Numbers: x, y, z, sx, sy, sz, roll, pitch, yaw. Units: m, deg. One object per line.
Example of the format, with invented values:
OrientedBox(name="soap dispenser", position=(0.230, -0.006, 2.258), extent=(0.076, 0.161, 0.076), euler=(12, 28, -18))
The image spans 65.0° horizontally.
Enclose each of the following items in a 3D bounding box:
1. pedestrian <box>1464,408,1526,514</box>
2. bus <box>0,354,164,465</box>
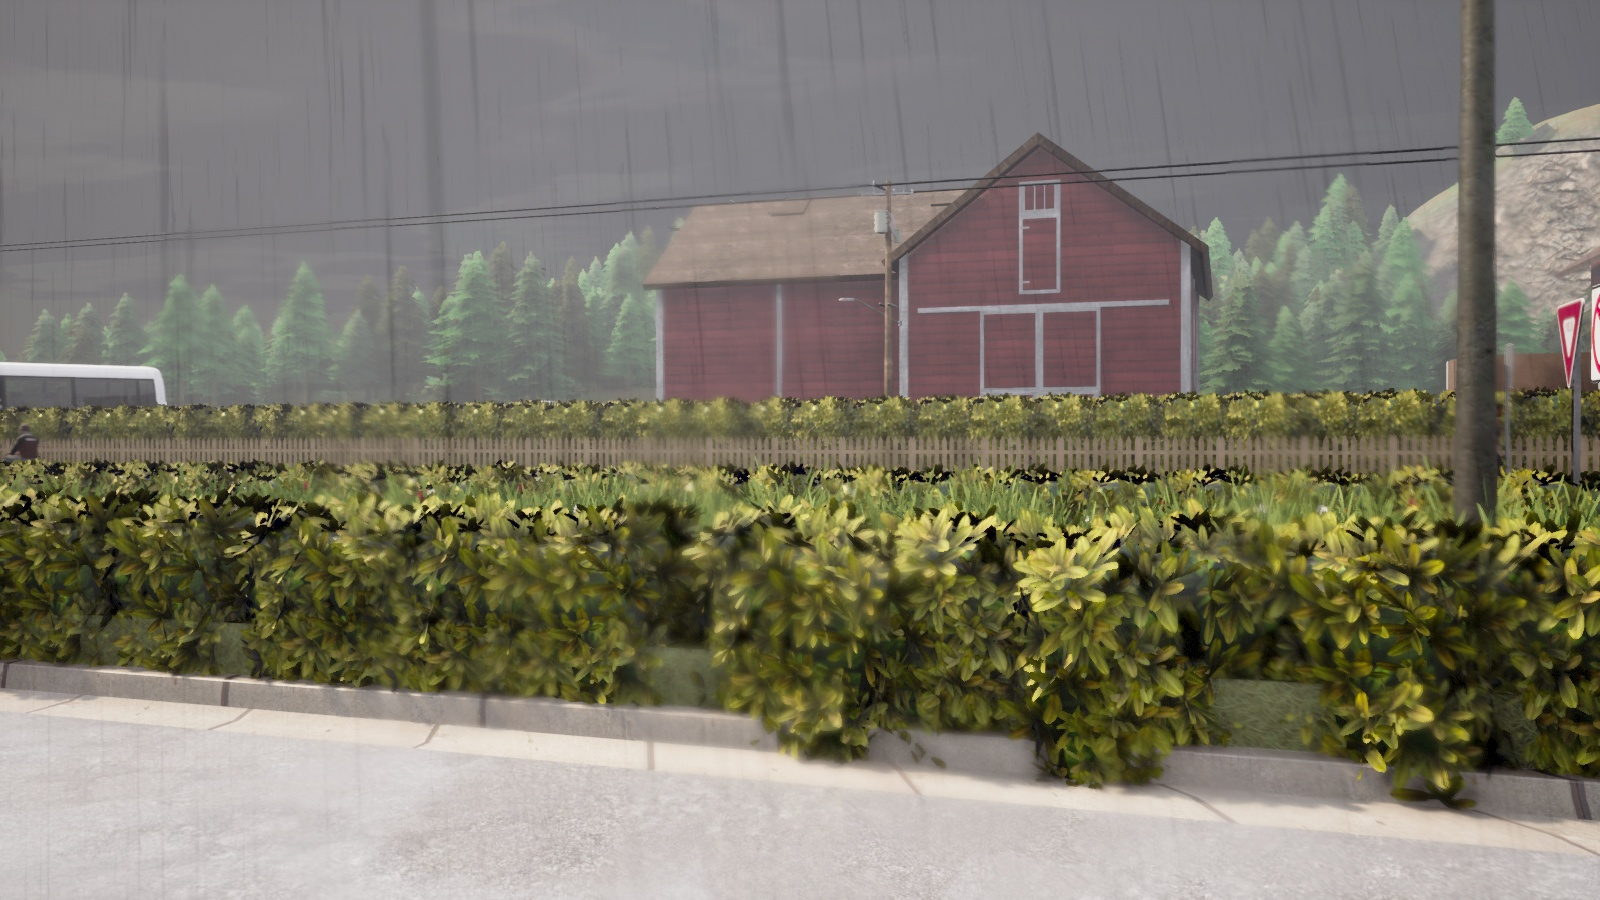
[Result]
OrientedBox(name="pedestrian", position=(11.930, 0.181, 21.577), extent=(0.869, 1.805, 0.328), euler=(1, 1, 19))
OrientedBox(name="bus", position=(-31.638, -1.613, 50.306), extent=(3.944, 4.253, 10.273), euler=(1, 2, 39))
